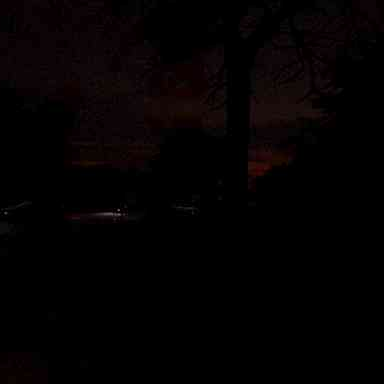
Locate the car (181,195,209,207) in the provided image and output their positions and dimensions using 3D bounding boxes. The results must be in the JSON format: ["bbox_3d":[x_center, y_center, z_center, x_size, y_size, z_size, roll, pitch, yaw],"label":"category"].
[{"bbox_3d":[0.538,1.074,41.166,1.812,1.442,4.674,1,1,31],"label":"car"}]

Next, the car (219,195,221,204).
[{"bbox_3d":[5.473,0.824,43.296,2.150,2.045,5.566,2,1,29],"label":"car"}]

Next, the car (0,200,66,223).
[{"bbox_3d":[-11.324,1.315,23.615,1.812,1.442,4.674,2,2,37],"label":"car"}]

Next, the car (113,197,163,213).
[{"bbox_3d":[-5.105,1.202,32.205,2.033,1.411,5.357,2,2,35],"label":"car"}]

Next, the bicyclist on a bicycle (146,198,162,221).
[{"bbox_3d":[-2.791,1.285,24.299,1.656,1.620,0.582,0,0,36],"label":"bicyclist on a bicycle"}]

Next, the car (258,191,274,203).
[{"bbox_3d":[13.143,0.944,58.880,2.150,2.045,5.566,1,0,22],"label":"car"}]
